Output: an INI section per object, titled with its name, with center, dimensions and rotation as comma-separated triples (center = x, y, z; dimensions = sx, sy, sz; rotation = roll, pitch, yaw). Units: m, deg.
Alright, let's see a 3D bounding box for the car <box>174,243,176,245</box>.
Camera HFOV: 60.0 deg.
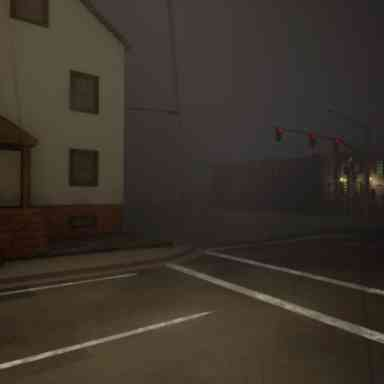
[car]
center = -3.314, 5.199, 30.864
dimensions = 1.895, 1.301, 4.718
rotation = 0, -13, -36
